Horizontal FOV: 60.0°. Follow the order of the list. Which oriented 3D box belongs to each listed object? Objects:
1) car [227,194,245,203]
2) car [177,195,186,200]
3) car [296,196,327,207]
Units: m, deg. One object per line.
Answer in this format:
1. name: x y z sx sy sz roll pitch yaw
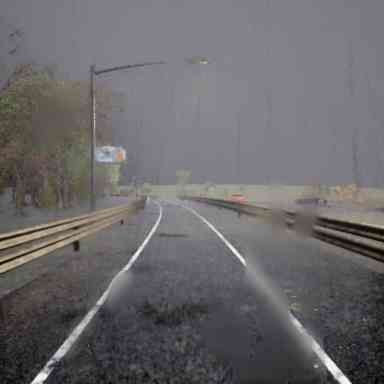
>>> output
1. car: 8.599 1.221 65.469 2.097 1.767 4.553 0 0 -22
2. car: -2.710 1.446 93.363 1.882 1.535 5.008 0 0 -22
3. car: 16.467 1.287 46.075 2.128 1.511 4.902 0 0 -22
